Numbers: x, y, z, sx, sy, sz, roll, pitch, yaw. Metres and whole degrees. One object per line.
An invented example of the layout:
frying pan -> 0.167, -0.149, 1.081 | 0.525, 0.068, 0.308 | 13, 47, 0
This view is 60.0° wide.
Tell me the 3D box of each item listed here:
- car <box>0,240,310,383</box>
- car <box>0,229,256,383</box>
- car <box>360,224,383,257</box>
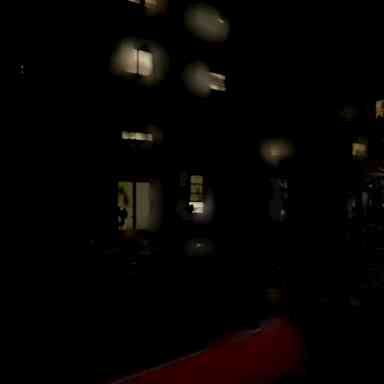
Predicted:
car -> -1.240, 1.354, 2.372 | 4.553, 1.767, 2.097 | 1, 0, -35
car -> -1.261, 1.542, 5.661 | 4.829, 1.417, 1.752 | 1, -1, -35
car -> 7.882, 1.654, 12.162 | 4.403, 1.369, 2.008 | 1, -1, -35
